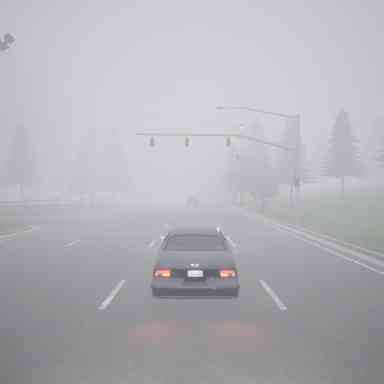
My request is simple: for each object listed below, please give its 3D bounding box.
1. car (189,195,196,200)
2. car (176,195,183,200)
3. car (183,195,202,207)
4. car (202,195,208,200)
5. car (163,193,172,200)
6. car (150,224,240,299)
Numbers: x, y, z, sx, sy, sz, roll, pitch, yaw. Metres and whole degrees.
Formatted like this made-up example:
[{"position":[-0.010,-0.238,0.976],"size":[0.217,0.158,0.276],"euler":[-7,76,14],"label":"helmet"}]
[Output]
[{"position":[0.144,1.540,94.148],"size":[2.033,1.411,5.357],"euler":[0,0,0],"label":"car"},{"position":[-3.356,1.524,94.154],"size":[1.812,1.442,4.674],"euler":[0,0,0],"label":"car"},{"position":[0.078,1.352,52.672],"size":[2.097,1.767,4.553],"euler":[0,0,0],"label":"car"},{"position":[3.644,1.500,94.143],"size":[1.837,1.490,4.892],"euler":[0,0,0],"label":"car"},{"position":[-6.856,1.225,94.189],"size":[2.150,2.045,5.566],"euler":[0,0,0],"label":"car"},{"position":[0.079,1.547,8.633],"size":[2.033,1.411,5.357],"euler":[0,0,1],"label":"car"}]
